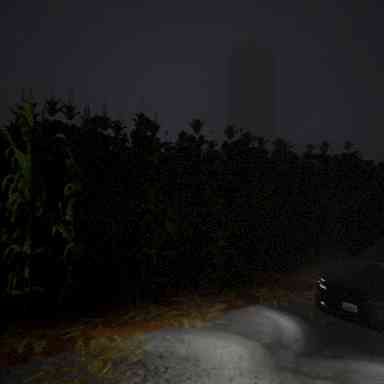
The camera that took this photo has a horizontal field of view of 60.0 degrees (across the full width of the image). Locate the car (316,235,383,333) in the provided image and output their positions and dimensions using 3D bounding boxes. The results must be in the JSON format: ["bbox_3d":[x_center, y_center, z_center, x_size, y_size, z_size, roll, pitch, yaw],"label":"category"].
[{"bbox_3d":[4.524,1.562,6.618,5.008,1.535,1.882,1,0,-35],"label":"car"}]
